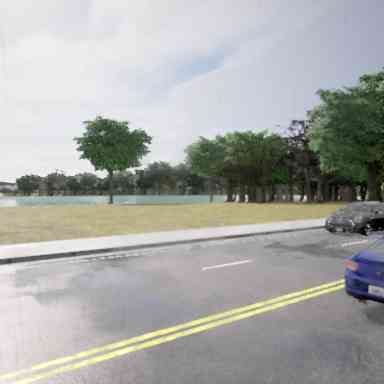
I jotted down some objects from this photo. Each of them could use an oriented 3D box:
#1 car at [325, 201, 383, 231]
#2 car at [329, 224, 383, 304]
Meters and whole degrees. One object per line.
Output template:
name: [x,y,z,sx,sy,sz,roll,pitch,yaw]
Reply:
car: [9.338,1.333,18.233,4.553,1.767,2.097,0,0,-35]
car: [5.035,1.515,6.987,4.674,1.442,1.812,0,0,-35]
